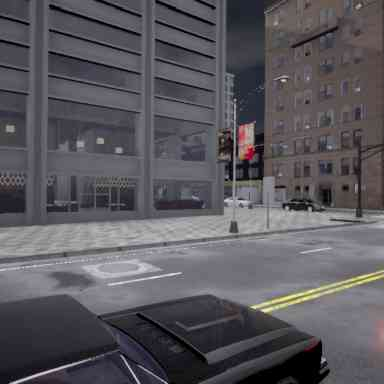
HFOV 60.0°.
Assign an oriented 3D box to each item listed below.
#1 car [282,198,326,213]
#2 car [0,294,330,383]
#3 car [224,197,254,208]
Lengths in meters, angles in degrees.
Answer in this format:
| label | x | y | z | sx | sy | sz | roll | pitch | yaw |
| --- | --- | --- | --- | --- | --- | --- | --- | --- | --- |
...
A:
| label | x | y | z | sx | sy | sz | roll | pitch | yaw |
| --- | --- | --- | --- | --- | --- | --- | --- | --- | --- |
| car | 11.901 | 1.403 | 35.582 | 1.837 | 1.490 | 4.892 | 1 | 0 | -35 |
| car | -0.987 | 1.601 | 2.679 | 4.718 | 1.301 | 1.895 | 0 | 0 | -35 |
| car | 6.037 | 1.382 | 43.907 | 1.812 | 1.442 | 4.674 | 1 | 0 | -35 |
